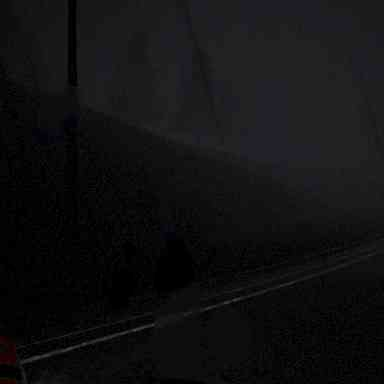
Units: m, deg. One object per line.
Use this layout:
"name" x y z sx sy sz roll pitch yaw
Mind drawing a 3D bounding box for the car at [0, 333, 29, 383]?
"car" -3.264 1.351 1.630 4.553 1.767 2.097 0 0 -35
